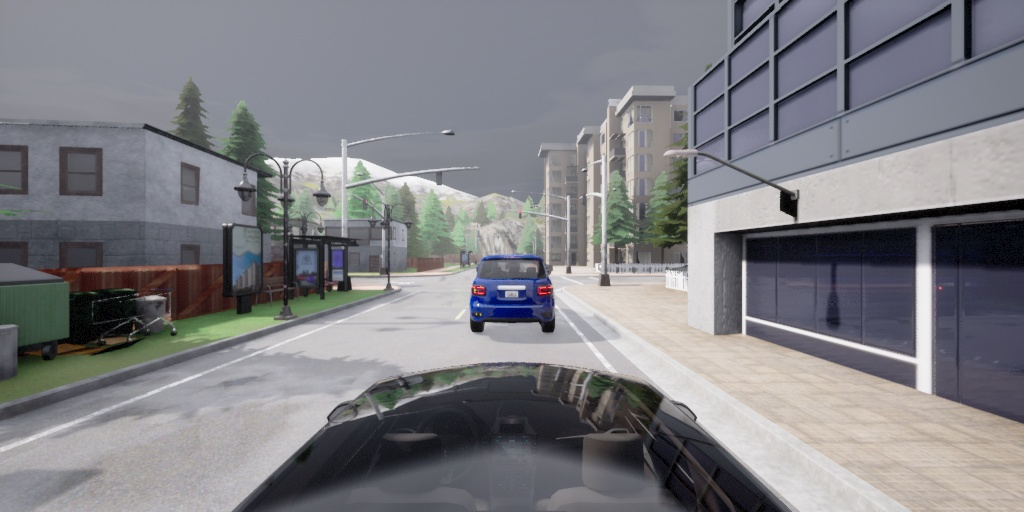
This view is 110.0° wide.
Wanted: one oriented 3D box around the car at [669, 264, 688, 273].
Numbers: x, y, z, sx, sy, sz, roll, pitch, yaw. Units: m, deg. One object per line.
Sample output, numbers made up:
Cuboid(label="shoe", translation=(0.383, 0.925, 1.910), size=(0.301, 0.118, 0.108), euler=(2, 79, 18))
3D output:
Cuboid(label="car", translation=(16.501, 1.266, 31.822), size=(4.892, 1.490, 1.837), euler=(0, 0, -2))

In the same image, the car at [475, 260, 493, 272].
Cuboid(label="car", translation=(-3.598, 1.291, 47.243), size=(2.033, 1.411, 5.357), euler=(0, 0, 0))

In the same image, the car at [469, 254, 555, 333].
Cuboid(label="car", translation=(0.051, 0.970, 10.904), size=(2.150, 2.045, 5.566), euler=(0, 0, 1))

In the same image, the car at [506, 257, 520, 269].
Cuboid(label="car", translation=(0.096, 1.094, 56.123), size=(2.097, 1.767, 4.553), euler=(0, 0, 0))
